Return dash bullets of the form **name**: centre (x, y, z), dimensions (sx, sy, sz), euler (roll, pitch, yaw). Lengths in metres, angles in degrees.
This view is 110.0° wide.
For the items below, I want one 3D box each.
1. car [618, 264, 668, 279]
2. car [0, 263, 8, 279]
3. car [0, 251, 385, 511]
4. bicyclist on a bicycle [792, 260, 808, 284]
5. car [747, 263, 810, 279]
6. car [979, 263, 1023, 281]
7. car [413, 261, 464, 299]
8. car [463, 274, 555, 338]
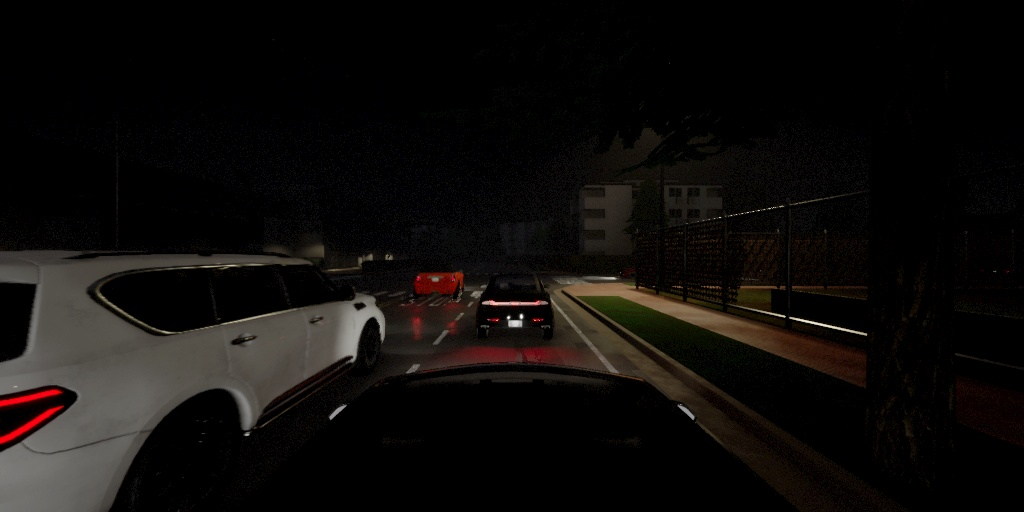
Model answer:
- **car**: centre (11.660, 1.297, 31.916), dimensions (4.181, 1.385, 1.994), euler (0, 0, 0)
- **car**: centre (-46.945, 1.314, 30.912), dimensions (4.181, 1.385, 1.994), euler (0, 0, 0)
- **car**: centre (-3.397, 0.973, 4.201), dimensions (2.150, 2.045, 5.566), euler (0, 0, 0)
- **bicyclist on a bicycle**: centre (18.301, 1.037, 22.965), dimensions (0.582, 1.620, 1.656), euler (0, 0, 0)
- **car**: centre (23.648, 1.238, 31.950), dimensions (4.892, 1.490, 1.837), euler (0, 0, 0)
- **car**: centre (40.889, 1.273, 29.407), dimensions (5.357, 1.411, 2.033), euler (0, 0, -19)
- **car**: centre (-3.650, 1.101, 18.448), dimensions (2.097, 1.767, 4.553), euler (0, 0, -4)
- **car**: centre (0.088, 1.242, 10.132), dimensions (2.128, 1.511, 4.902), euler (0, 0, 0)
